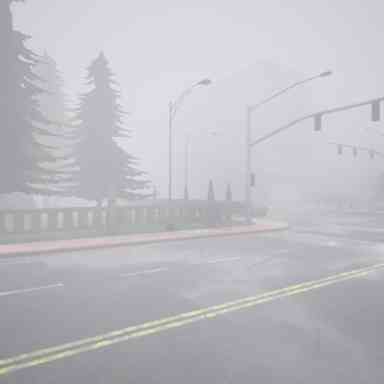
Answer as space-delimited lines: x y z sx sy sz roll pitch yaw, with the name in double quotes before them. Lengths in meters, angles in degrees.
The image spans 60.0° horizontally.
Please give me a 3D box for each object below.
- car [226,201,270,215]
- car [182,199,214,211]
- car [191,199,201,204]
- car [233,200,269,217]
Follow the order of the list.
"car" 5.972 1.666 35.799 1.895 1.301 4.718 0 0 -35
"car" 0.739 1.629 43.165 1.994 1.385 4.181 0 0 -36
"car" -0.593 1.562 38.997 1.837 1.490 4.892 0 0 -35
"car" 4.851 1.561 31.334 1.837 1.490 4.892 0 0 -35
